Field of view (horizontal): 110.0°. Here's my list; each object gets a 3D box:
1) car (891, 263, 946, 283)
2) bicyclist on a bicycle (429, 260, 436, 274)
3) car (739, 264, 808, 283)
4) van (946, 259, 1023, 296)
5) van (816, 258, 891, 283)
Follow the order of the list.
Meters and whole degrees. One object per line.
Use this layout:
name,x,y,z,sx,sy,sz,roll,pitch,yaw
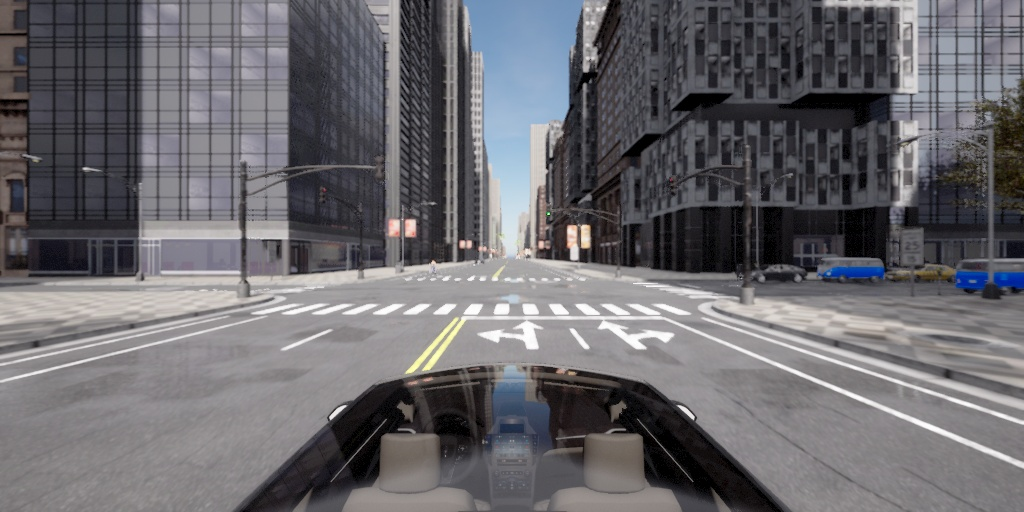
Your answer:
car,30.183,1.215,26.293,4.829,1.417,1.751,0,0,0
bicyclist on a bicycle,-8.718,1.193,39.496,0.866,1.612,1.509,0,0,0
car,19.117,1.262,26.336,4.403,1.370,2.007,0,0,0
van,24.704,1.032,17.789,3.998,1.789,1.690,0,0,0
van,24.736,1.041,26.314,3.998,1.789,1.690,0,0,0
